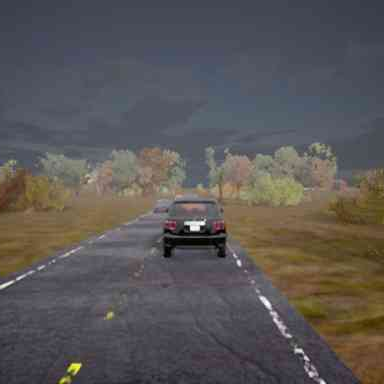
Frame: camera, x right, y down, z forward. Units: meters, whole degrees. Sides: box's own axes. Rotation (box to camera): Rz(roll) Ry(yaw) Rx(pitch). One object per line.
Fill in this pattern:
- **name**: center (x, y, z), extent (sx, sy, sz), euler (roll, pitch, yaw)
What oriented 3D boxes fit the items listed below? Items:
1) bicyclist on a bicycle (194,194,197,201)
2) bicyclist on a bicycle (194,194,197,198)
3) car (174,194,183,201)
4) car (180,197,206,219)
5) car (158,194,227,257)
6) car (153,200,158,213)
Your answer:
- **bicyclist on a bicycle**: center (0.817, 1.294, 82.932), extent (0.659, 1.776, 1.843), euler (0, 0, 0)
- **bicyclist on a bicycle**: center (0.815, 1.378, 73.935), extent (0.866, 1.612, 1.509), euler (0, 0, 0)
- **car**: center (-3.007, 1.290, 76.944), extent (1.882, 1.535, 5.008), euler (0, 0, 0)
- **car**: center (0.090, 1.341, 29.243), extent (2.097, 1.767, 4.553), euler (0, 0, 0)
- **car**: center (0.093, 1.221, 13.132), extent (2.150, 2.045, 5.566), euler (0, 0, 0)
- **car**: center (-3.097, 1.490, 36.318), extent (1.837, 1.490, 4.892), euler (0, 0, 0)
